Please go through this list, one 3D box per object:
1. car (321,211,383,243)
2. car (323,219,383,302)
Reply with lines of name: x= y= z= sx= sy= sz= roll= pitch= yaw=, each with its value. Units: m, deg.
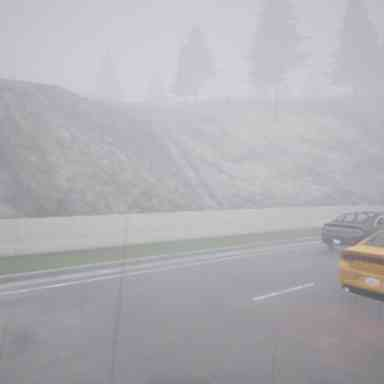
car: x=7.032 y=1.483 z=12.655 sx=4.902 sy=1.511 sz=2.128 roll=0 pitch=0 yaw=-31
car: x=5.342 y=1.472 z=7.408 sx=5.008 sy=1.535 sz=1.882 roll=0 pitch=0 yaw=-34
